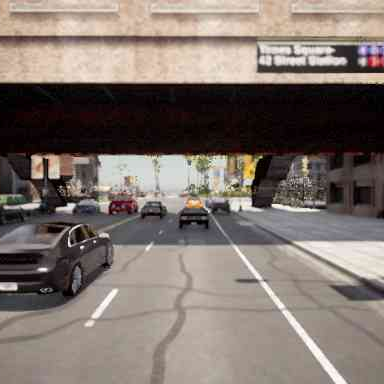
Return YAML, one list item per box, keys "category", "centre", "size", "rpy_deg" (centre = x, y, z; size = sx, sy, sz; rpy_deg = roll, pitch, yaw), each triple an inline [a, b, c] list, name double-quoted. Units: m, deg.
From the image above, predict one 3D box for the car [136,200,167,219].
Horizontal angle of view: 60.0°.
- category: "car"
  centre: [-3.285, 1.545, 29.324]
  size: [2.033, 1.411, 5.357]
  rpy_deg: [0, 0, 0]

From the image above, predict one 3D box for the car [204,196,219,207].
- category: "car"
  centre: [3.059, 1.474, 52.403]
  size: [2.097, 1.535, 5.008]
  rpy_deg: [0, 0, 0]

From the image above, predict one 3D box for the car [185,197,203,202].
- category: "car"
  centre: [0.246, 1.348, 41.511]
  size: [2.097, 1.767, 4.553]
  rpy_deg: [0, 0, 0]

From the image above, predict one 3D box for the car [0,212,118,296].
- category: "car"
  centre: [-3.398, 1.504, 8.599]
  size: [1.837, 1.490, 4.892]
  rpy_deg: [0, 0, 0]

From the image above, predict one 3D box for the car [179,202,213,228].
- category: "car"
  centre: [0.151, 1.599, 22.179]
  size: [1.895, 1.301, 4.718]
  rpy_deg: [0, 0, 1]

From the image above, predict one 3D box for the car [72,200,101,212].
- category: "car"
  centre: [-10.458, 1.523, 33.303]
  size: [1.812, 1.442, 4.674]
  rpy_deg: [0, 0, 0]

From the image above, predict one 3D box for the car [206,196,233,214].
- category: "car"
  centre: [3.152, 1.477, 35.202]
  size: [2.231, 1.521, 4.892]
  rpy_deg: [0, 0, 10]

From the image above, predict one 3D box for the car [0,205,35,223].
- category: "car"
  centre: [-13.586, 1.594, 23.984]
  size: [1.895, 1.301, 4.718]
  rpy_deg: [0, 0, 0]

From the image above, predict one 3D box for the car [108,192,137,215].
- category: "car"
  centre: [-6.955, 1.216, 34.053]
  size: [2.150, 2.045, 5.566]
  rpy_deg: [0, 0, 0]

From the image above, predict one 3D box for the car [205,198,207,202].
- category: "car"
  centre: [3.194, 1.349, 45.977]
  size: [2.185, 1.767, 4.553]
  rpy_deg: [0, 0, 0]
